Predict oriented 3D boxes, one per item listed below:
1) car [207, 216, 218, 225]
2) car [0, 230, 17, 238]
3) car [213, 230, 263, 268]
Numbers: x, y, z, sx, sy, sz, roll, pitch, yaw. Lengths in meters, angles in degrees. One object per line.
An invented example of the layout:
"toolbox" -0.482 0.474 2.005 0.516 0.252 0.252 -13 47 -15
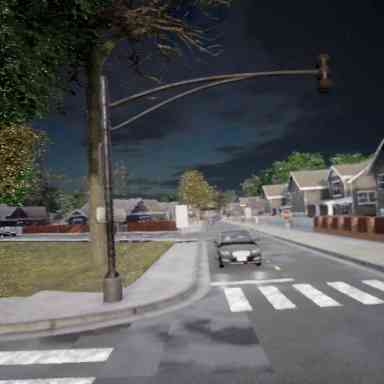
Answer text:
"car" 4.364 7.021 77.867 1.812 1.442 4.674 -4 -4 2
"car" -32.745 7.273 57.955 4.718 1.301 1.895 -5 -4 32
"car" 2.064 2.576 15.772 2.128 1.511 4.902 -4 -4 2
